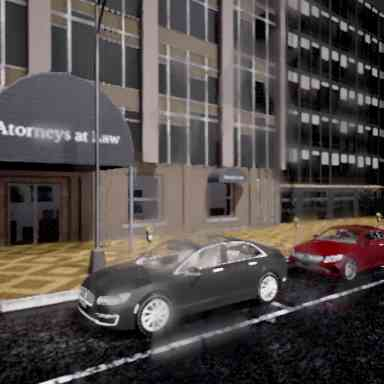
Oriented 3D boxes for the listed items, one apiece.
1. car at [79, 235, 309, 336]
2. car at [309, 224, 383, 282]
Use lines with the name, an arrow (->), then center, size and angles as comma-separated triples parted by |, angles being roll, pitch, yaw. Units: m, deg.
car -> 0.054, 1.575, 6.598 | 4.403, 1.369, 2.008 | 0, -1, -35
car -> 4.691, 1.646, 9.885 | 4.206, 1.307, 1.802 | 0, -1, -35
